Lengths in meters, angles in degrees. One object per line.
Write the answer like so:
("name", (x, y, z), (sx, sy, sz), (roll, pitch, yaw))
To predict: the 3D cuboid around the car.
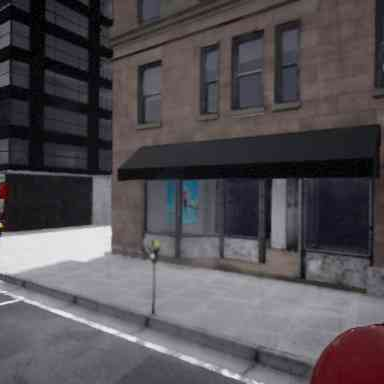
("car", (2.849, 1.326, 1.009), (5.009, 1.841, 2.192), (0, 0, 36))
